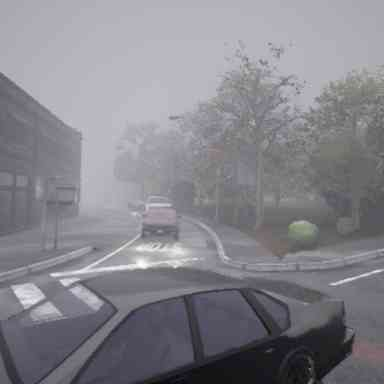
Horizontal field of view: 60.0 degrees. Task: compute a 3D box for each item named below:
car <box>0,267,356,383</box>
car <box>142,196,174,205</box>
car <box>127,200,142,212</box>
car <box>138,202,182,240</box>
[{"bbox_3d":[-0.502,1.571,3.350,5.357,1.411,2.033,1,-1,-36],"label":"car"},{"bbox_3d":[-3.009,1.407,30.414,2.150,2.045,5.566,2,-1,-13],"label":"car"},{"bbox_3d":[-7.084,1.765,43.317,1.882,1.535,5.008,2,-1,-23],"label":"car"},{"bbox_3d":[-1.620,1.596,18.246,1.882,1.535,5.008,2,0,-3],"label":"car"}]
